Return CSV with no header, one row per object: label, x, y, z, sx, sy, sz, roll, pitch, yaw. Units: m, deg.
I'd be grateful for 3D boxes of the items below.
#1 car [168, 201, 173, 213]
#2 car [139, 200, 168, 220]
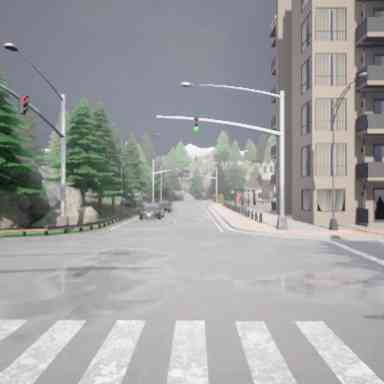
car,-3.413,1.734,40.820,2.033,1.411,5.357,0,0,2
car,-3.574,1.671,30.188,1.812,1.442,4.674,0,0,1
